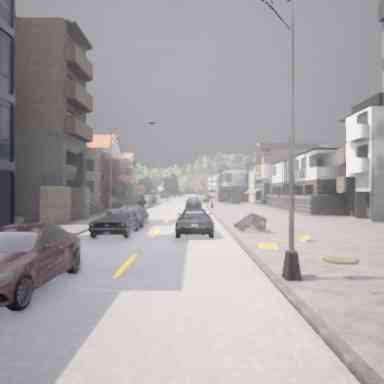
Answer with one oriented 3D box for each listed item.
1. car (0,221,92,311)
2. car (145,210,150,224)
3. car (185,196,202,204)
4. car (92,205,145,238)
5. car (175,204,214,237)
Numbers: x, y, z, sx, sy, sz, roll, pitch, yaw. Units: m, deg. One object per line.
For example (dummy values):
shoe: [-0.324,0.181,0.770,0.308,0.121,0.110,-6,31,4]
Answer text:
car: [-4.078,1.528,7.909,1.812,1.442,4.674,0,0,0]
car: [-4.012,1.579,22.246,1.994,1.385,4.181,0,-1,1]
car: [0.192,1.381,42.347,2.097,1.767,4.553,0,0,0]
car: [-3.964,1.608,17.721,1.895,1.301,4.718,0,0,0]
car: [0.138,1.576,18.020,1.994,1.385,4.181,0,0,0]
